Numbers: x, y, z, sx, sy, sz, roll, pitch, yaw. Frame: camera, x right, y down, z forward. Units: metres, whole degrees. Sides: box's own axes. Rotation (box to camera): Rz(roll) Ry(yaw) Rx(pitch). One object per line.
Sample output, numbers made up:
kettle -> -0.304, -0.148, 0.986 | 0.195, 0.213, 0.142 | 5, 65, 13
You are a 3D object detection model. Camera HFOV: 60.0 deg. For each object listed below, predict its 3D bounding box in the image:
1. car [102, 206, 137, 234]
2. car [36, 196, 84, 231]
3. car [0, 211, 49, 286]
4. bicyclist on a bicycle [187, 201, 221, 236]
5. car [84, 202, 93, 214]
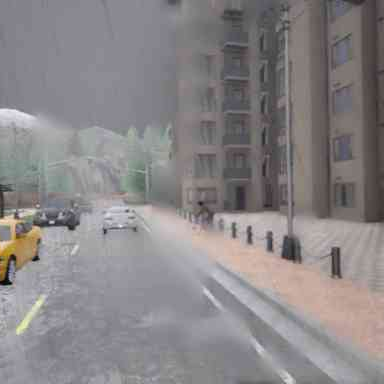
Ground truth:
car -> -4.305, 1.552, 19.740 | 1.812, 1.442, 4.674 | -1, 0, -13
car -> -8.496, 1.328, 21.379 | 2.150, 2.045, 5.566 | -1, 1, -13
car -> -5.722, 1.566, 9.618 | 1.882, 1.535, 5.008 | -1, 0, -13
bicyclist on a bicycle -> 0.569, 1.238, 15.518 | 1.656, 1.620, 0.582 | -2, 0, -13
car -> -12.148, 1.735, 37.302 | 1.895, 1.301, 4.718 | -1, 0, -13
